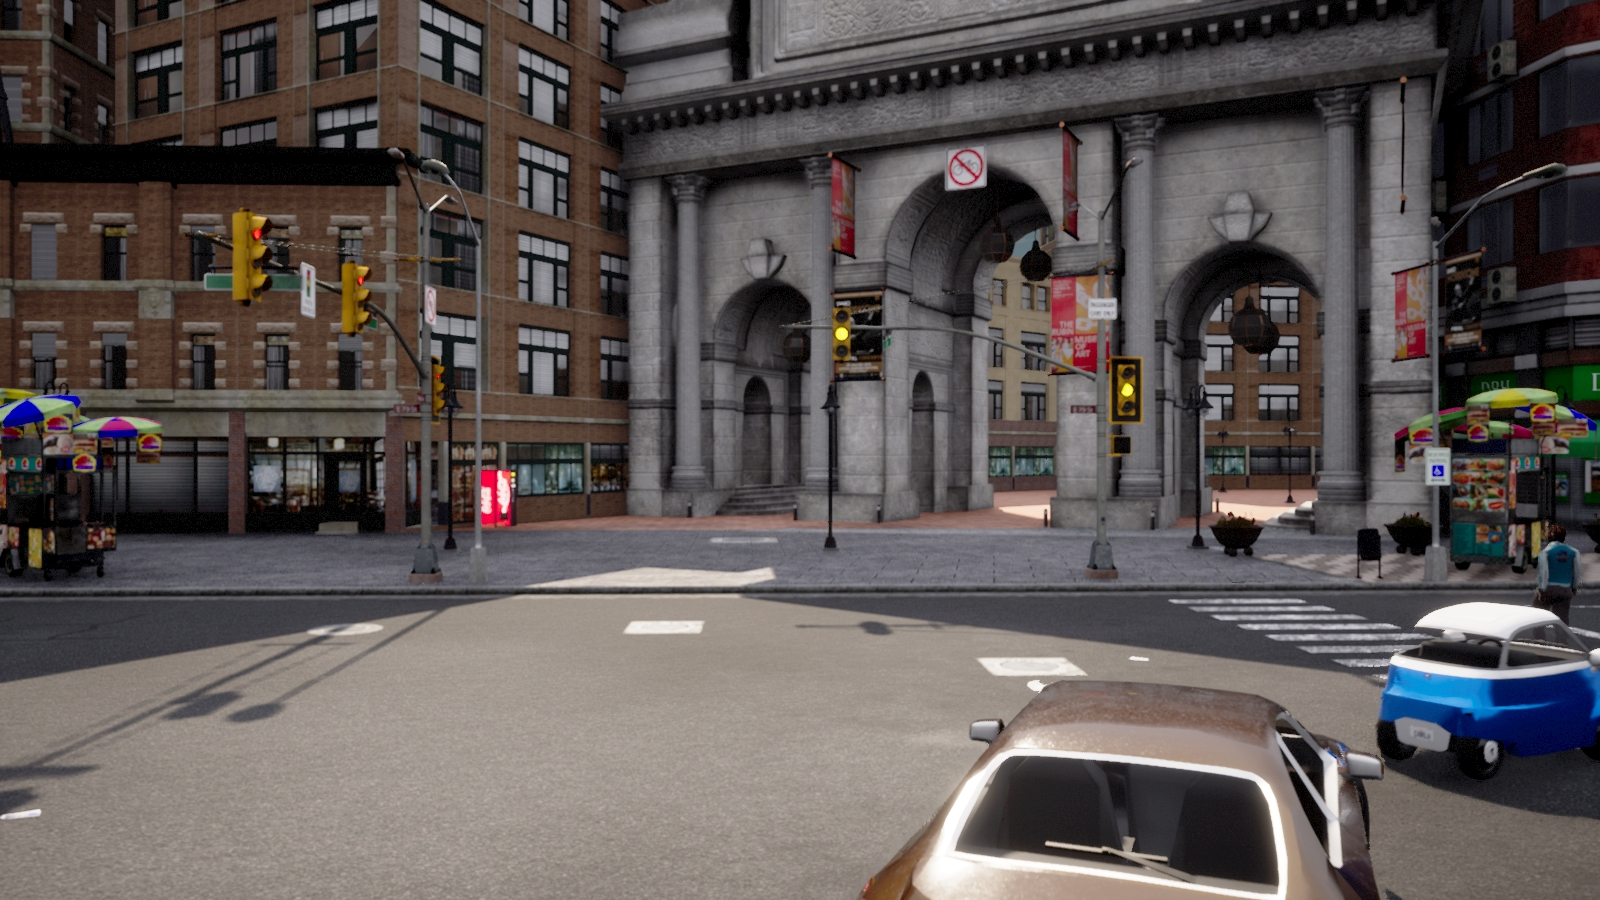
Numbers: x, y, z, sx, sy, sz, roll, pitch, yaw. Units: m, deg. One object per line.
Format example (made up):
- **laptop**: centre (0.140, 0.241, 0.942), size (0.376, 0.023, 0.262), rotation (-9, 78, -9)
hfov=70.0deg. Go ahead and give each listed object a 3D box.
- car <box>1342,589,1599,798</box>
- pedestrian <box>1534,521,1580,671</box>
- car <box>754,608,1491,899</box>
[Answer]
- **car**: centre (6.342, 2.125, 10.473), size (2.207, 1.376, 1.481), rotation (-1, 0, -30)
- **pedestrian**: centre (9.700, 1.857, 14.640), size (0.375, 1.860, 0.375), rotation (0, 0, 11)
- **car**: centre (1.791, 1.995, 5.767), size (2.152, 1.651, 5.027), rotation (0, 0, 22)
